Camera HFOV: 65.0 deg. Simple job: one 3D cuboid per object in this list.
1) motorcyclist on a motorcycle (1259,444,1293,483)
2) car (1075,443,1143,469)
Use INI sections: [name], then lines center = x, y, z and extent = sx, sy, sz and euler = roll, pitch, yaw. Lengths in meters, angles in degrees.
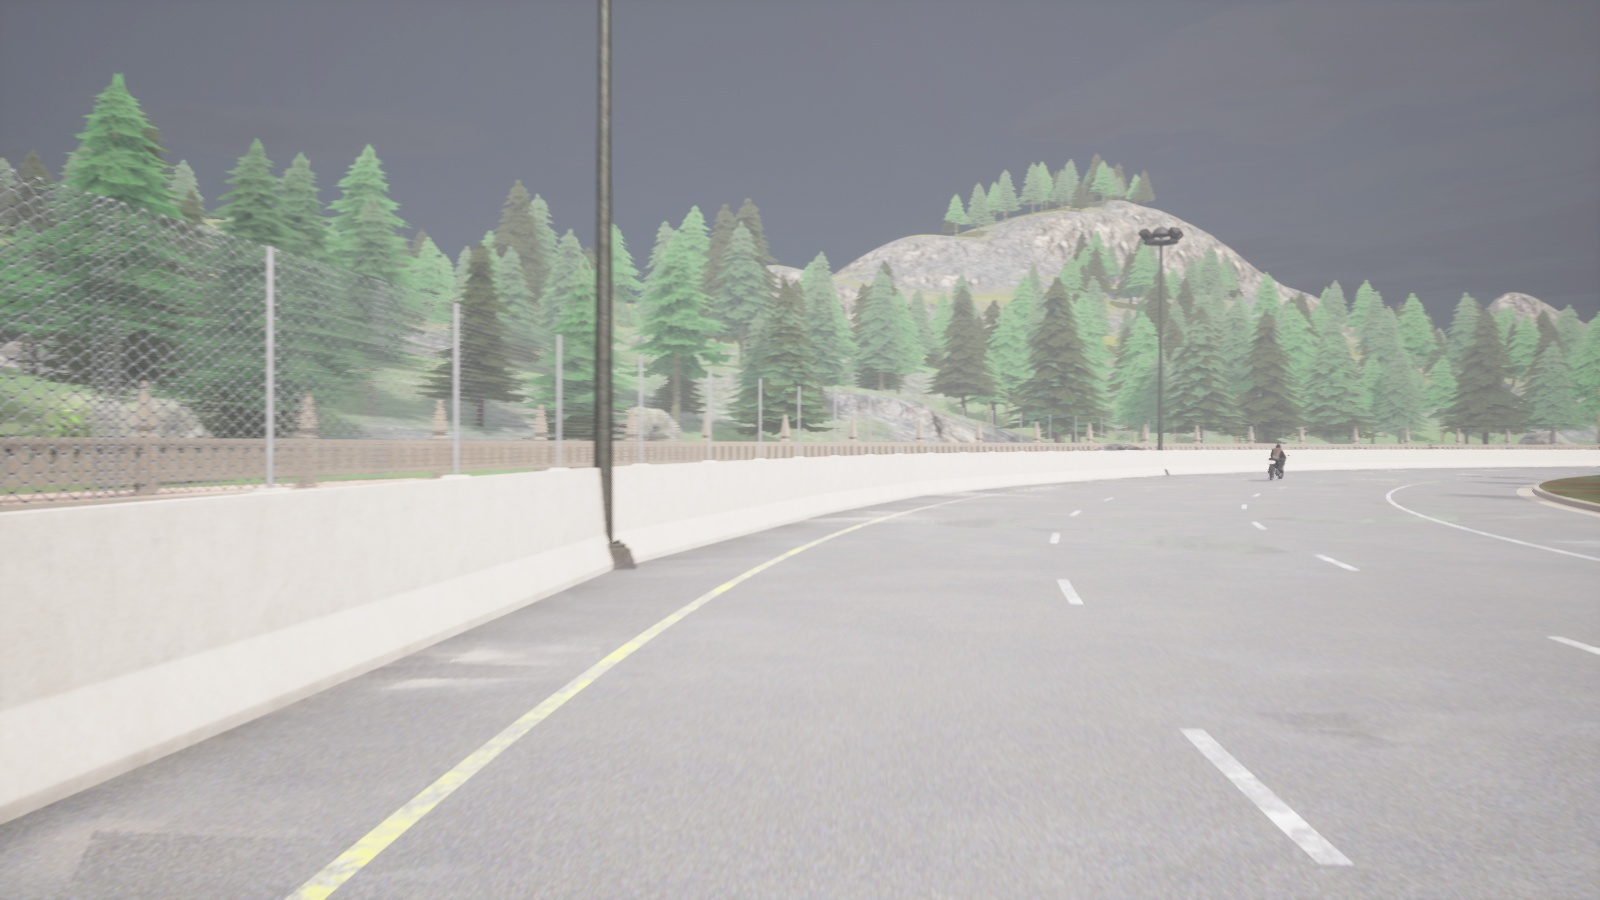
[motorcyclist on a motorcycle]
center = 19.474, 0.538, 51.347
extent = 0.797, 1.523, 2.044
euler = 2, 1, 34
[car]
center = 19.230, 0.352, 78.020
extent = 4.514, 1.525, 2.007
euler = 0, 0, -44
